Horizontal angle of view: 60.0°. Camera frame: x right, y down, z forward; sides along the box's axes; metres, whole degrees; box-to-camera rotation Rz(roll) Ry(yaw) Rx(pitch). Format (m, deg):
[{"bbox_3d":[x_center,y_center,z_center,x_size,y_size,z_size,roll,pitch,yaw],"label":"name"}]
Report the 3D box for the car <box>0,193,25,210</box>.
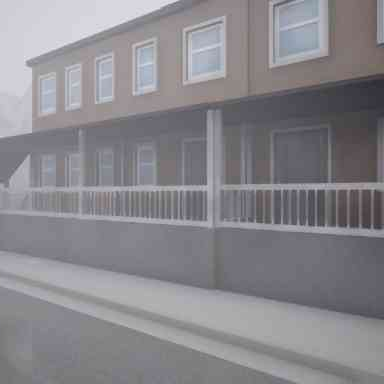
[{"bbox_3d":[-14.933,0.954,27.553,1.812,1.442,4.674,0,15,34],"label":"car"}]
